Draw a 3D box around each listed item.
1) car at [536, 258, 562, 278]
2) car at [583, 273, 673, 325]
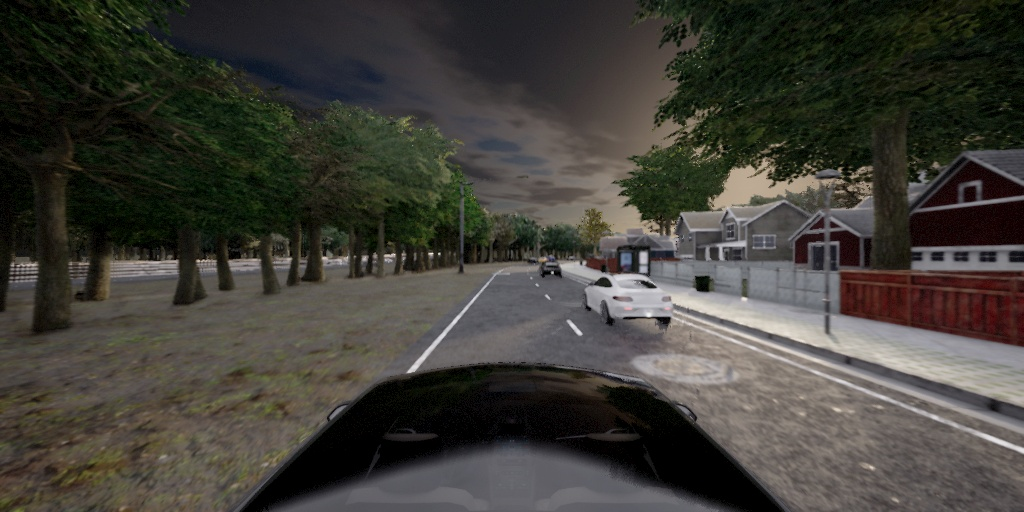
[{"bbox_3d":[3.600,1.230,34.269,1.837,1.490,4.892,0,0,0],"label":"car"},{"bbox_3d":[3.589,1.285,11.704,1.812,1.442,4.674,0,0,0],"label":"car"}]
